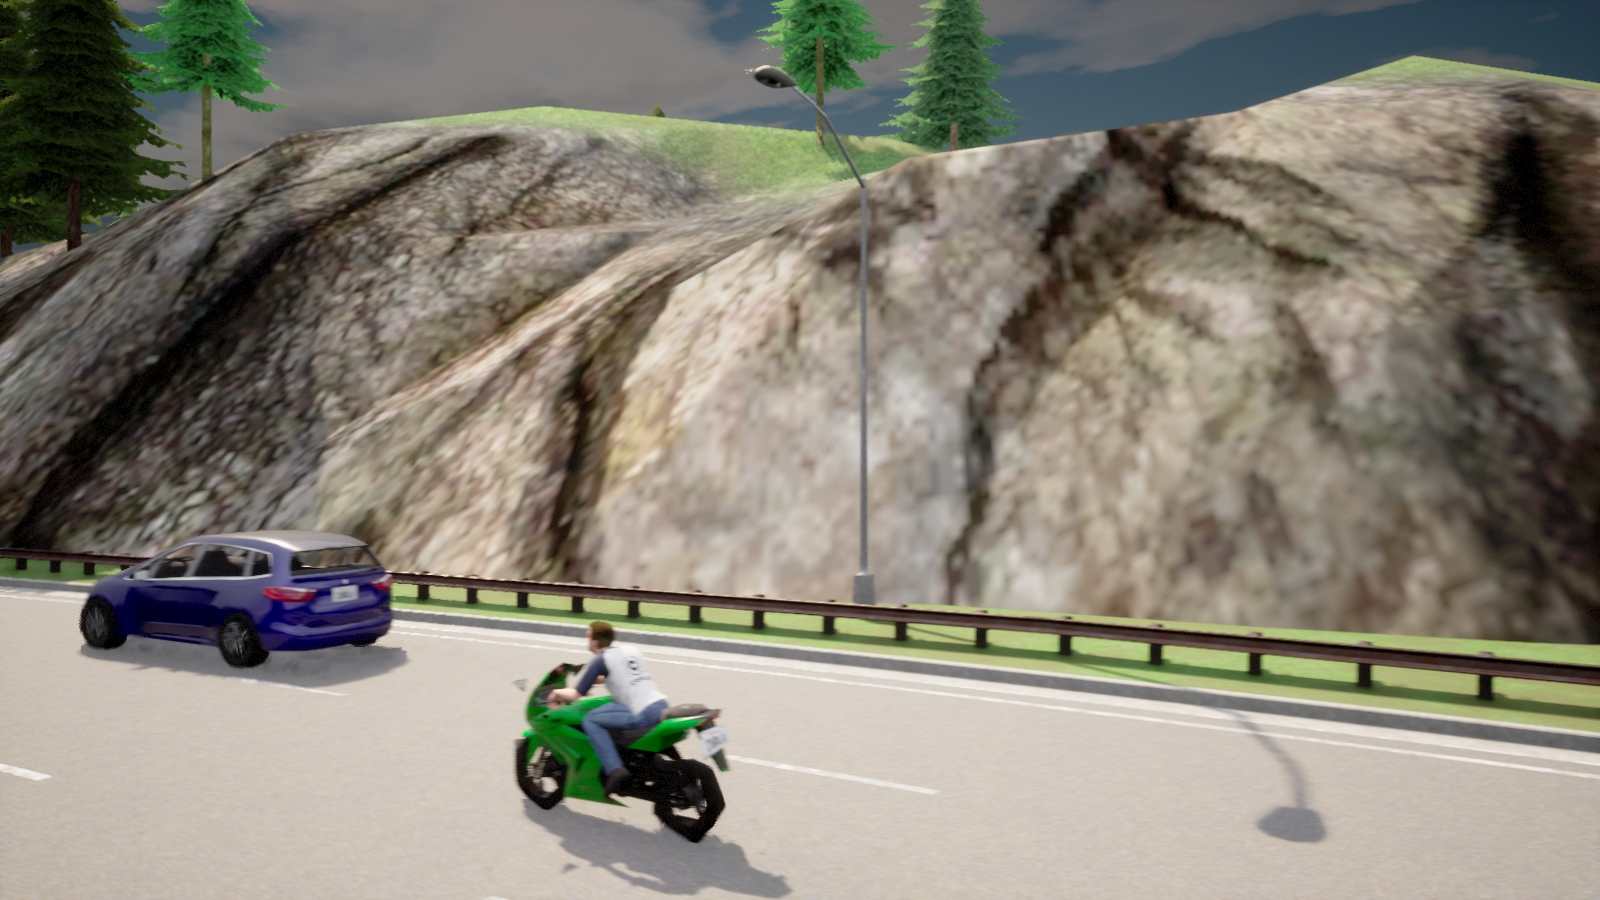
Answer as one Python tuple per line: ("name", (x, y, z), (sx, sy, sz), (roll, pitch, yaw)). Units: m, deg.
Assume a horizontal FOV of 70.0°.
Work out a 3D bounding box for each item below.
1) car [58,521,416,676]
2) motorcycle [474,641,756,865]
("car", (-7.994, 1.967, 16.209), (4.611, 1.667, 2.242), (0, 0, 27))
("motorcycle", (-1.406, 2.186, 8.556), (2.033, 1.199, 0.803), (0, 1, 31))
